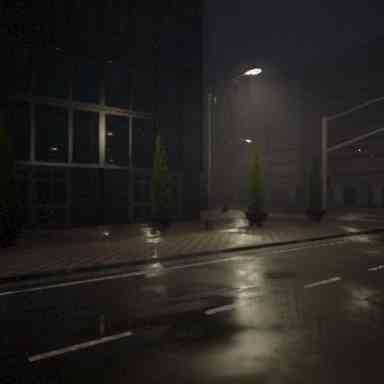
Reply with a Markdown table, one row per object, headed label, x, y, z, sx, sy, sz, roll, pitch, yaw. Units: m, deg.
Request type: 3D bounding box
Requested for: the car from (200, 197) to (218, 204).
| label | x | y | z | sx | sy | sz | roll | pitch | yaw |
| --- | --- | --- | --- | --- | --- | --- | --- | --- | --- |
| car | 2.851 | 1.630 | 65.063 | 2.033 | 1.411 | 5.357 | 0 | 0 | -35 |
